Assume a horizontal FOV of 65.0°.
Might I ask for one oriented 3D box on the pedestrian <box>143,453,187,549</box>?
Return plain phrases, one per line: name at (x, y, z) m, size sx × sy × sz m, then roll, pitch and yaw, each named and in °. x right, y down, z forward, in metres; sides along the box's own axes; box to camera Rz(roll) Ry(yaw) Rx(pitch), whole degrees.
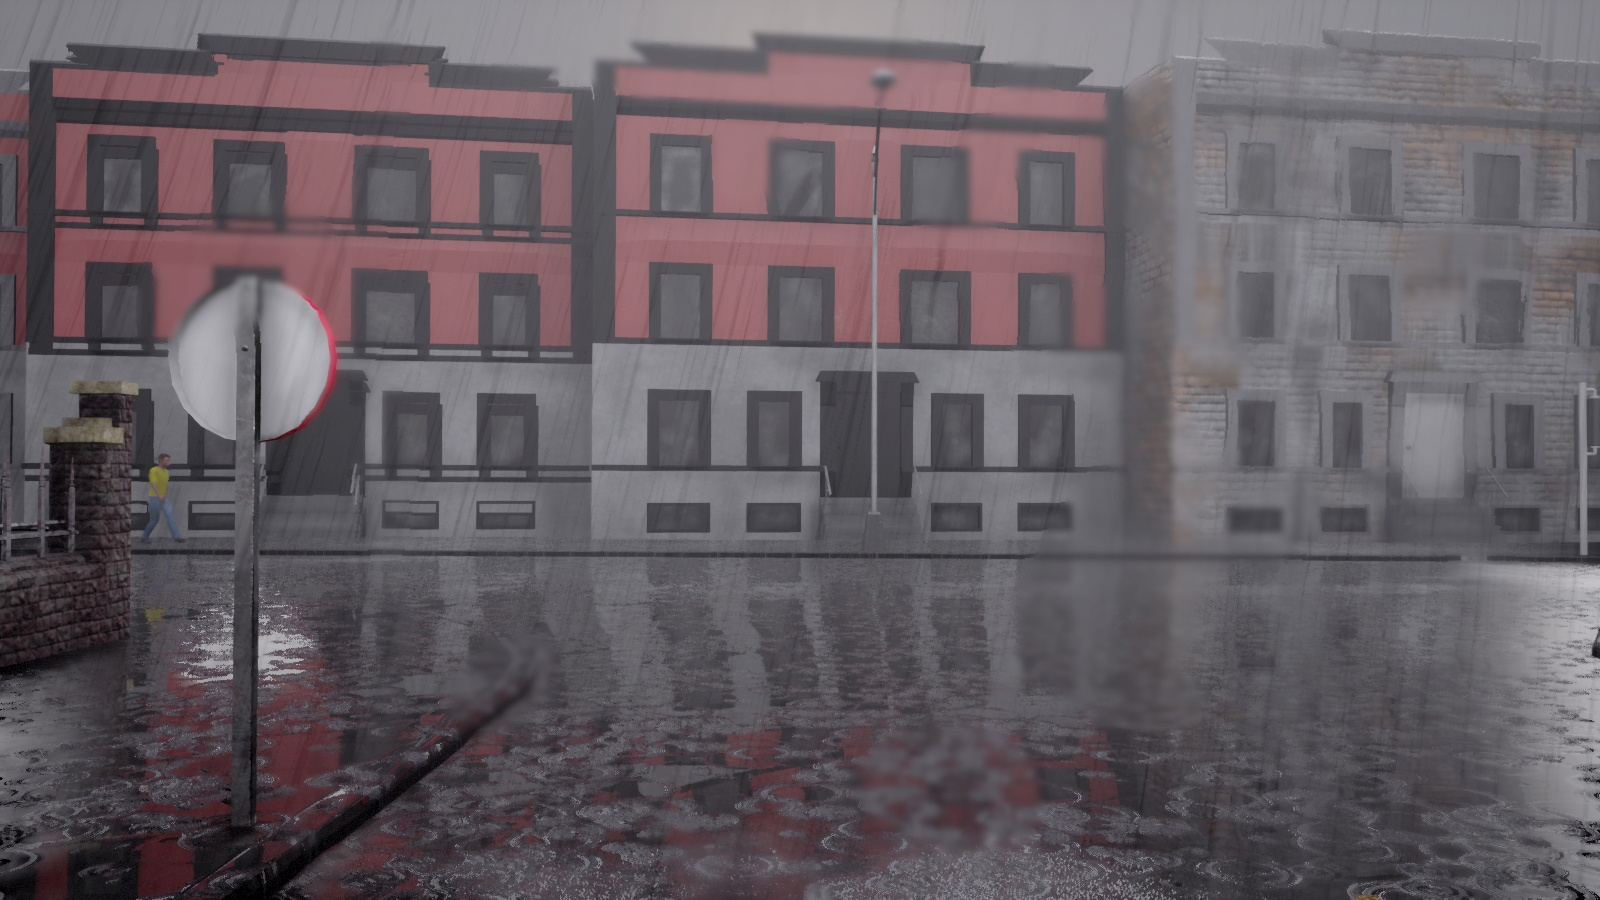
pedestrian at (-12.268, 0.972, 24.267) m, size 0.706 × 1.836 × 0.354 m, roll 0°, pitch -1°, yaw 15°
